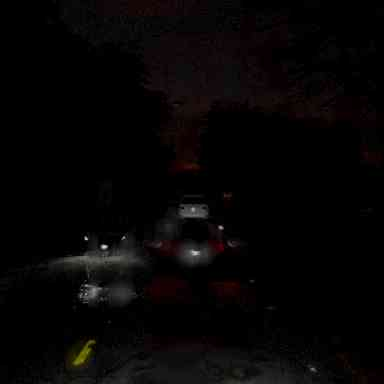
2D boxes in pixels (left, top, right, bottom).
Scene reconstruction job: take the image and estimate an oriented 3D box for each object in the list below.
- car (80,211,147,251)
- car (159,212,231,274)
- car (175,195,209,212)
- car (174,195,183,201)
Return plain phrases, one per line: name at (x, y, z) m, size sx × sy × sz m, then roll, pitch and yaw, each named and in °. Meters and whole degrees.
car at (-3.090, 1.552, 14.358) m, size 2.033 × 1.411 × 5.357 m, roll 0°, pitch 0°, yaw 0°
car at (0.089, 1.570, 10.604) m, size 1.994 × 1.385 × 4.181 m, roll 0°, pitch 0°, yaw 0°
car at (0.093, 1.216, 24.597) m, size 2.150 × 2.045 × 5.566 m, roll 0°, pitch 0°, yaw 0°
car at (-2.974, 1.401, 75.711) m, size 1.895 × 1.301 × 4.718 m, roll 0°, pitch 0°, yaw 0°
